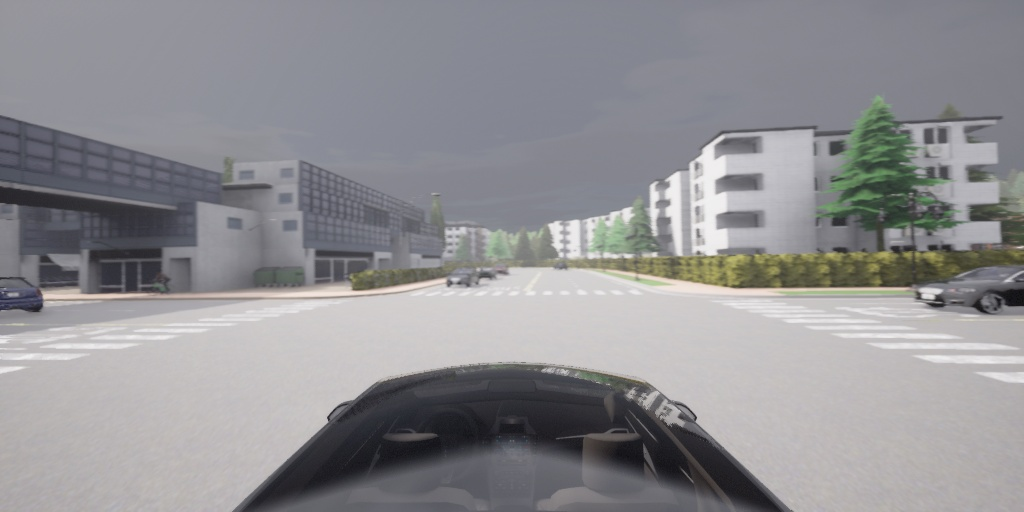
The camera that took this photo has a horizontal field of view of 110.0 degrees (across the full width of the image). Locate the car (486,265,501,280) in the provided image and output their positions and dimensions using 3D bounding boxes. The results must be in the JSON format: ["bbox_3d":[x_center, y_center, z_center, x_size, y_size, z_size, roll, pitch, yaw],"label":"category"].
[{"bbox_3d":[-2.790,1.919,38.967,1.895,1.301,4.718,-1,-1,6],"label":"car"}]

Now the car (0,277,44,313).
[{"bbox_3d":[-23.407,1.723,15.551,4.553,1.767,2.097,-1,-1,6],"label":"car"}]

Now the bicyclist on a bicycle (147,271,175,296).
[{"bbox_3d":[-22.805,1.771,23.314,0.582,1.620,1.656,-1,-1,6],"label":"bicyclist on a bicycle"}]

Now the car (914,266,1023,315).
[{"bbox_3d":[16.525,1.063,11.887,4.902,1.511,2.128,-1,-1,6],"label":"car"}]

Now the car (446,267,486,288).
[{"bbox_3d":[-3.894,1.693,29.121,2.128,1.511,4.902,-1,-1,8],"label":"car"}]

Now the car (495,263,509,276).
[{"bbox_3d":[-1.617,1.800,49.895,2.097,1.767,4.553,-1,-1,6],"label":"car"}]
